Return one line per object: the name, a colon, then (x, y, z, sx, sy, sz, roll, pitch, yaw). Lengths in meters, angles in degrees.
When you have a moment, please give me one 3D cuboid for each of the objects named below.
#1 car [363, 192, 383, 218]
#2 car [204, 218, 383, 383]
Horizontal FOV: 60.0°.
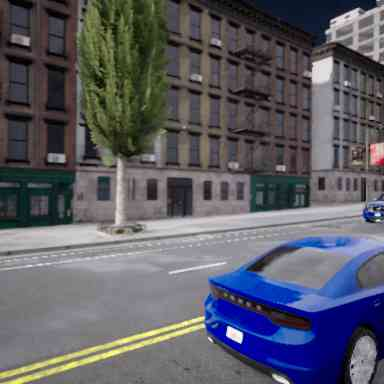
car: (13.081, 0.928, 20.995, 5.566, 2.045, 2.150, -1, 1, -35)
car: (2.506, 1.443, 5.242, 5.008, 1.535, 1.882, -1, 1, -35)
